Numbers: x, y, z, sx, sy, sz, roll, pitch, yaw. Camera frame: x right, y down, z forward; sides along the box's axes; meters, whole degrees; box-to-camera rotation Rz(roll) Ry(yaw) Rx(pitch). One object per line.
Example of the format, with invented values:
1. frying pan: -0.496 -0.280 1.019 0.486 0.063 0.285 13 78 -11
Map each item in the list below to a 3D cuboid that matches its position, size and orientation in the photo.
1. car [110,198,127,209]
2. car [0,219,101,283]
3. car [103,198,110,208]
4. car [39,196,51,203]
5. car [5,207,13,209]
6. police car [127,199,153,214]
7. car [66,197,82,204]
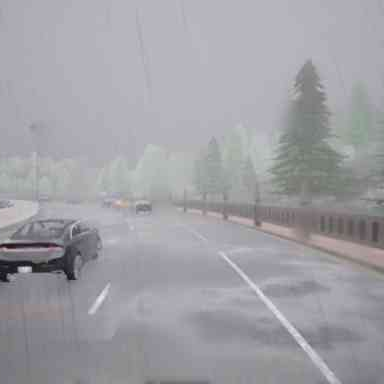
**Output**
1. car: -10.356 1.717 49.332 1.801 1.575 5.366 0 0 -26
2. car: -3.971 1.548 9.887 2.128 1.511 4.902 0 0 -5
3. car: -13.346 1.772 54.981 1.882 1.535 5.008 0 0 -30
4. car: -36.778 1.823 82.507 5.008 1.535 1.882 0 0 41
5. car: -23.775 1.756 42.043 1.837 1.490 4.892 0 -1 -26
6. police car: -5.972 1.629 39.194 1.930 1.638 5.238 0 0 -20
7. car: -24.961 1.767 70.202 2.128 1.511 4.902 0 0 -40
